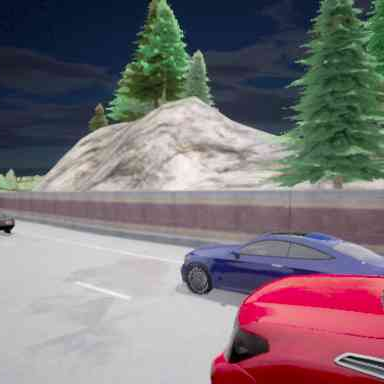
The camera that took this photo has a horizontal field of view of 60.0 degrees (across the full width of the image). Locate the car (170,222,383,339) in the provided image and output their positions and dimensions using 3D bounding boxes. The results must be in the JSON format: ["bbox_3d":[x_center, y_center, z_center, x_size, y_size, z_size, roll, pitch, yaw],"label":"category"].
[{"bbox_3d":[1.900,1.554,7.084,4.674,1.442,1.812,0,0,37],"label":"car"}]

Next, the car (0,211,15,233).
[{"bbox_3d":[-11.850,1.682,18.998,4.718,1.301,1.895,0,0,45],"label":"car"}]

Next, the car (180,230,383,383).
[{"bbox_3d":[2.821,1.228,2.025,5.566,2.045,2.150,0,0,35],"label":"car"}]
